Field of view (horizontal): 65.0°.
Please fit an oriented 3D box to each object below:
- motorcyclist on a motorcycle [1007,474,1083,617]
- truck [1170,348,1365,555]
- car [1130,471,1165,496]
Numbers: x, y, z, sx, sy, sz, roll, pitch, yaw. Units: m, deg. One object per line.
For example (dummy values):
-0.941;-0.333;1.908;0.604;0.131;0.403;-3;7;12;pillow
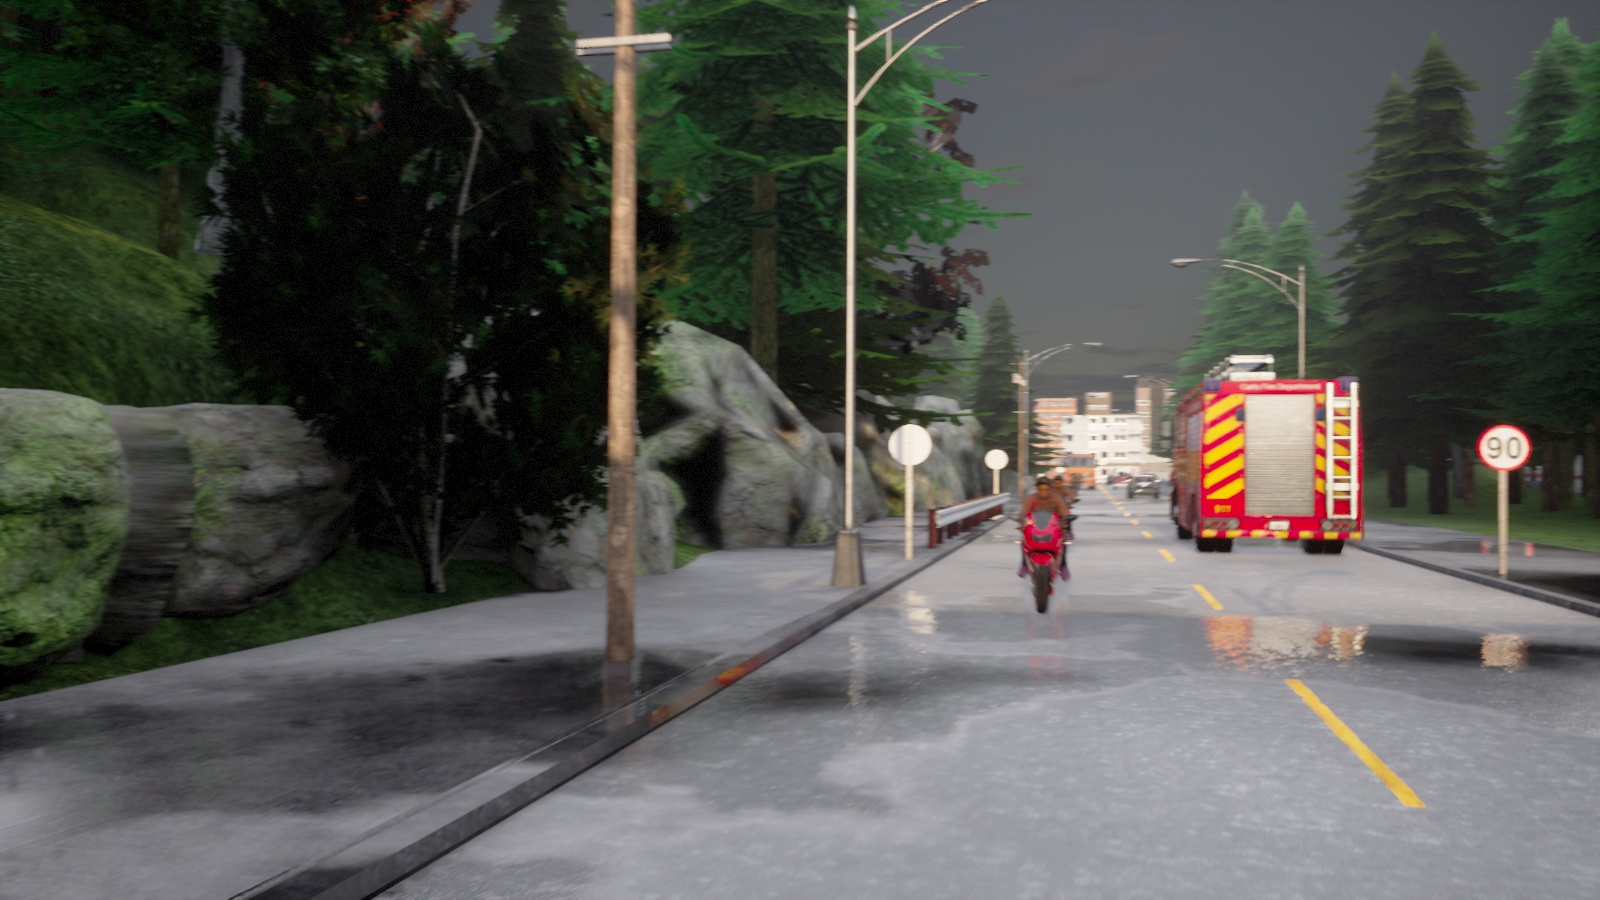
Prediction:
2.861;1.038;14.521;0.797;1.523;2.044;0;-1;13;motorcyclist on a motorcycle
9.937;0.102;27.606;2.891;3.827;8.468;0;-1;13;truck
21.743;2.082;78.751;1.970;1.475;3.806;0;-1;13;car
